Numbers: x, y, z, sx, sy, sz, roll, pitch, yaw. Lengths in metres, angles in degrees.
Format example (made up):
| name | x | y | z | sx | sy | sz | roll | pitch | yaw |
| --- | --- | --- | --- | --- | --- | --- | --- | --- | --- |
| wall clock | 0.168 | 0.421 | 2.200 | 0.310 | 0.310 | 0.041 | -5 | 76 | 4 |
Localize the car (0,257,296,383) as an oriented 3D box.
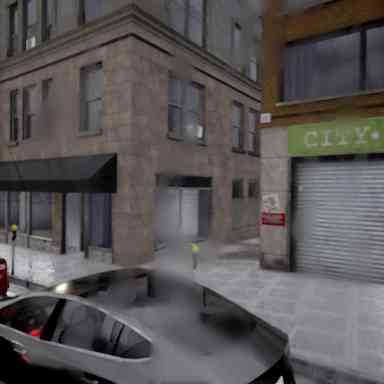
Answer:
| name | x | y | z | sx | sy | sz | roll | pitch | yaw |
| --- | --- | --- | --- | --- | --- | --- | --- | --- | --- |
| car | -1.066 | 1.566 | 3.704 | 4.313 | 1.339 | 1.947 | 0 | 1 | 35 |
